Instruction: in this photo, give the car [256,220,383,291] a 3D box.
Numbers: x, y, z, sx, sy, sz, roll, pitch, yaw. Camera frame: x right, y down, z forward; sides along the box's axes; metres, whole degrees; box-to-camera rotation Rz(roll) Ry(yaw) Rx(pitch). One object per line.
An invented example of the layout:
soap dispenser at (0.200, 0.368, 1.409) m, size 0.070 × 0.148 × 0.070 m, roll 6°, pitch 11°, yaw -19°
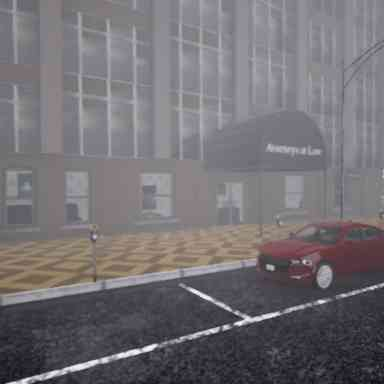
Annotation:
car at (3.684, 1.449, 8.673) m, size 4.507 × 1.381 × 1.887 m, roll 0°, pitch 0°, yaw -32°
